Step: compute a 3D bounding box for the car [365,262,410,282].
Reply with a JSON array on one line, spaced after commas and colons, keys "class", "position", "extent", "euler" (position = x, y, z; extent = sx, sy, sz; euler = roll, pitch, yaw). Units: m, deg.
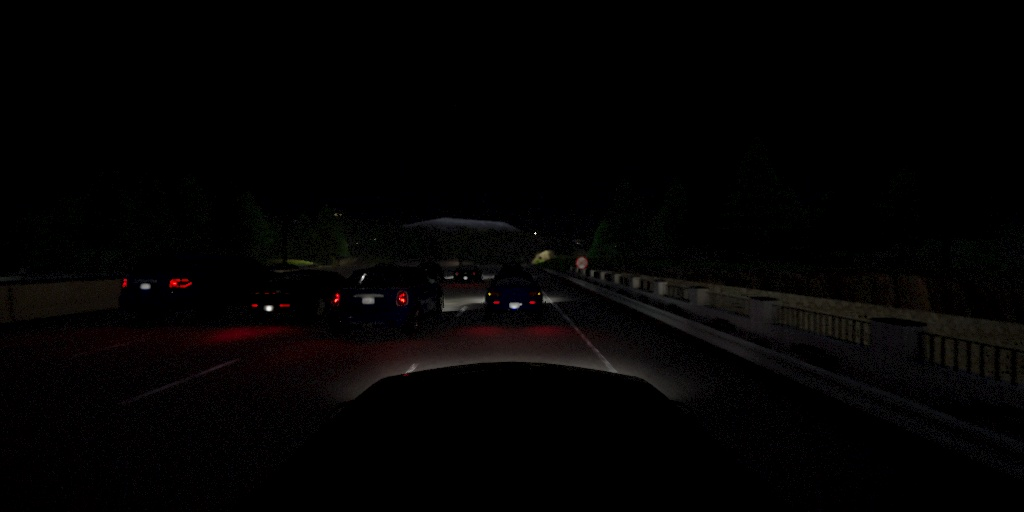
[{"class": "car", "position": [-10.489, 1.287, 30.665], "extent": [2.128, 1.511, 4.902], "euler": [0, 0, 0]}]

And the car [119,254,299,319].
[{"class": "car", "position": [-10.431, 0.963, 12.878], "extent": [2.150, 2.045, 5.566], "euler": [0, 0, 0]}]

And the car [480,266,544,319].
[{"class": "car", "position": [0.057, 1.242, 12.558], "extent": [1.812, 1.442, 4.674], "euler": [0, 0, 0]}]

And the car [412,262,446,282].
[{"class": "car", "position": [-6.989, 1.293, 30.737], "extent": [1.837, 1.490, 4.892], "euler": [0, 0, 0]}]

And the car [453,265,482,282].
[{"class": "car", "position": [-3.484, 1.374, 29.073], "extent": [1.895, 1.301, 4.718], "euler": [0, 0, 0]}]

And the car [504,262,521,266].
[{"class": "car", "position": [0.011, 1.276, 30.766], "extent": [1.837, 1.490, 4.892], "euler": [0, 0, 0]}]

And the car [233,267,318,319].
[{"class": "car", "position": [-6.930, 1.237, 12.628], "extent": [1.837, 1.490, 4.892], "euler": [0, 0, 0]}]

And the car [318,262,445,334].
[{"class": "car", "position": [-3.424, 1.077, 10.654], "extent": [2.097, 1.767, 4.553], "euler": [0, 0, 0]}]
